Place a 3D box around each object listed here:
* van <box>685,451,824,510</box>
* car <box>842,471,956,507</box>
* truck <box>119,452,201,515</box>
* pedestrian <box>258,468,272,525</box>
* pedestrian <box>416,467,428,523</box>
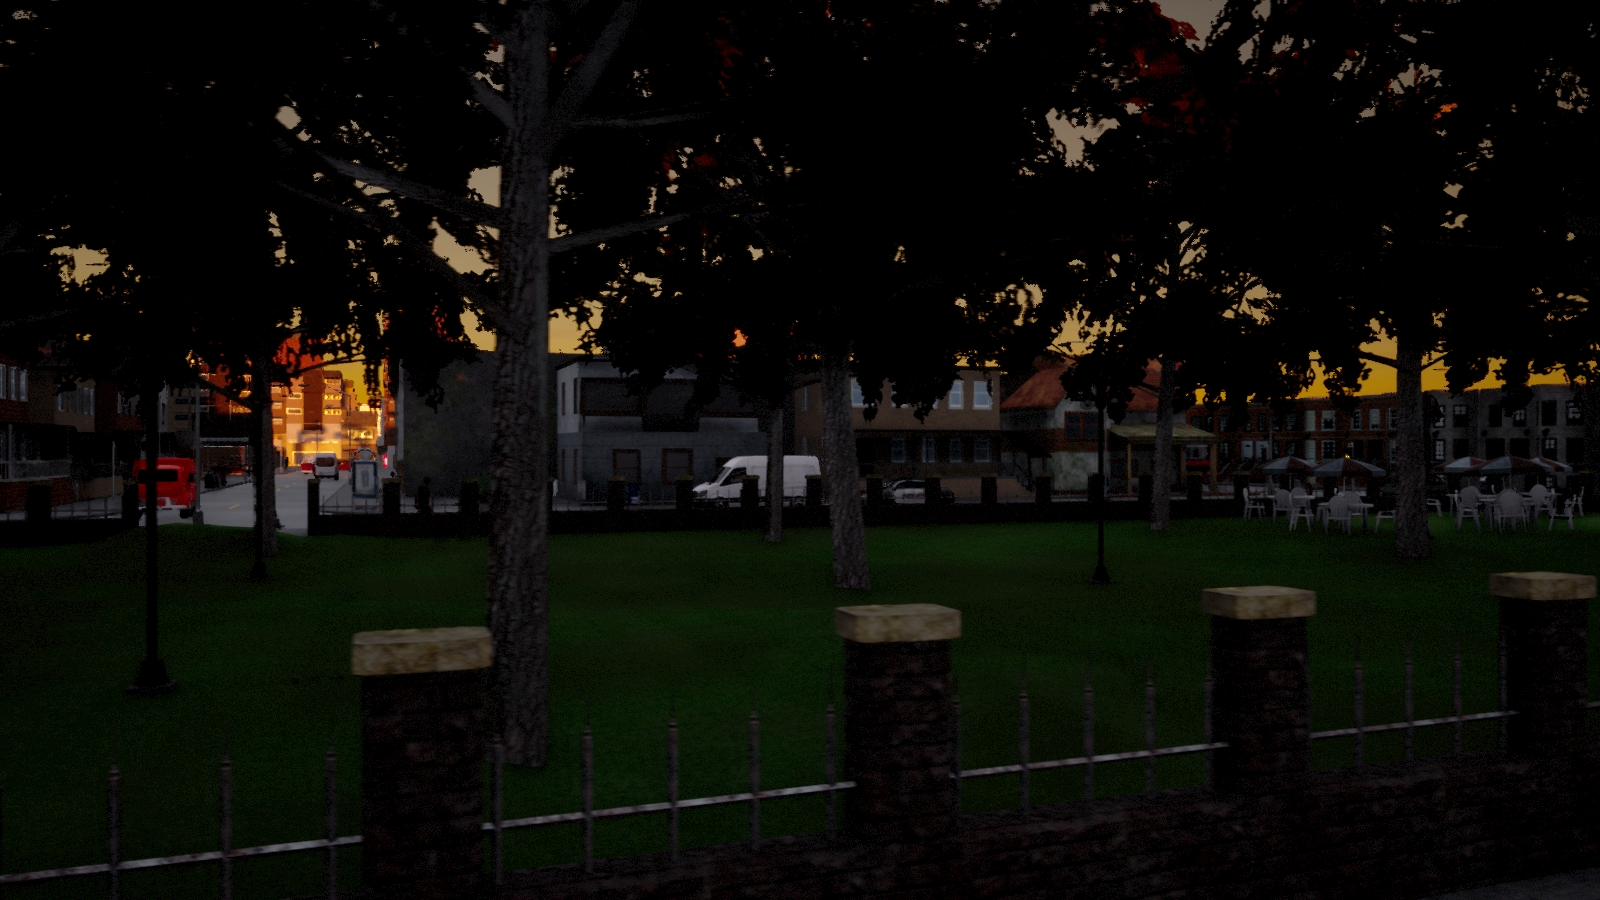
[{"bbox_3d":[-2.038,1.315,51.295,5.915,2.561,1.988,0,0,-20],"label":"van"},{"bbox_3d":[4.653,1.818,53.847,4.974,1.542,2.038,0,0,-21],"label":"car"},{"bbox_3d":[-26.655,1.359,47.794,2.627,2.467,5.204,0,-1,-25],"label":"truck"},{"bbox_3d":[-17.581,1.525,37.541,0.375,1.860,0.375,0,0,-20],"label":"pedestrian"},{"bbox_3d":[-12.823,1.525,38.741,0.375,1.860,0.375,0,0,-14],"label":"pedestrian"}]
